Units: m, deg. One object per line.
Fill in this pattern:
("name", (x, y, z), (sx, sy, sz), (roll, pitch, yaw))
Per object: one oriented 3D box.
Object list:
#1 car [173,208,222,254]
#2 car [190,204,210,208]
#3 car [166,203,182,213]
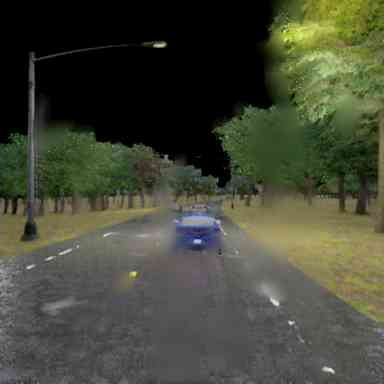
("car", (0.242, 1.680, 14.534), (1.882, 1.535, 5.008), (0, -1, 1))
("car", (0.832, 1.983, 35.202), (2.128, 1.511, 4.902), (0, -1, 2))
("car", (-2.390, 2.208, 45.528), (1.994, 1.385, 4.181), (0, -1, 3))
